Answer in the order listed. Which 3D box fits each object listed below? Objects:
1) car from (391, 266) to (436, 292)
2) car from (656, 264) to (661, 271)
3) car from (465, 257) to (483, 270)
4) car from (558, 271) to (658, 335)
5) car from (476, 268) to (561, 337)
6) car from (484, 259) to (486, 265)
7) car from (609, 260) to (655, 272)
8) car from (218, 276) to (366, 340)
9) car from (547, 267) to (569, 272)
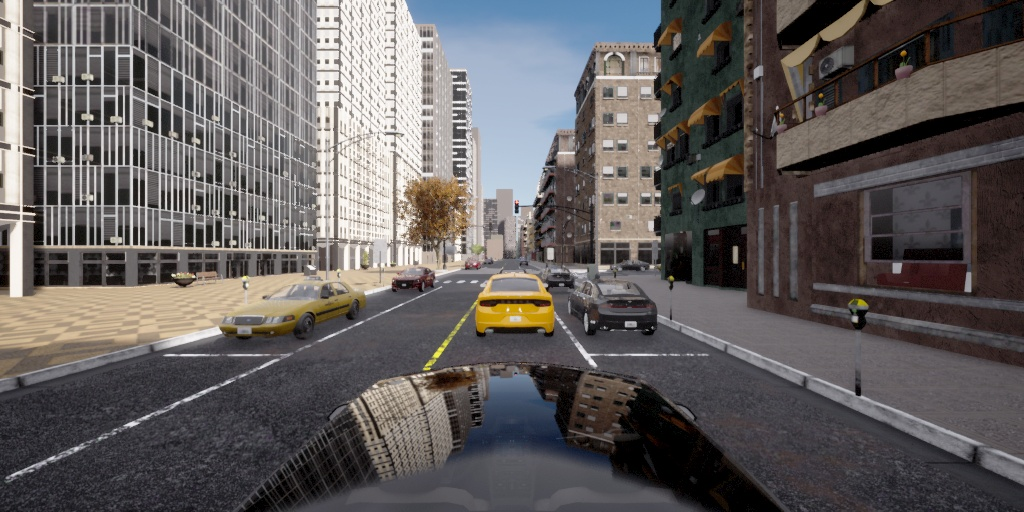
[{"bbox_3d":[-5.739,1.299,21.292,1.888,1.381,4.507,0,0,0],"label":"car"},{"bbox_3d":[18.736,1.006,40.823,4.829,1.417,1.751,0,0,-1],"label":"car"},{"bbox_3d":[-5.819,1.098,53.679,2.192,1.841,5.009,0,0,0],"label":"car"},{"bbox_3d":[2.668,1.301,10.246,2.007,1.370,4.403,0,0,0],"label":"car"},{"bbox_3d":[0.068,1.228,10.339,1.882,1.535,5.008,0,0,0],"label":"car"},{"bbox_3d":[-5.832,1.357,59.202,1.948,1.339,4.313,0,0,0],"label":"car"},{"bbox_3d":[13.339,1.109,40.755,4.403,1.370,2.007,0,0,-1],"label":"car"},{"bbox_3d":[-5.712,1.276,10.057,1.751,1.417,4.829,0,0,0],"label":"car"},{"bbox_3d":[2.641,1.305,21.312,2.007,1.370,4.403,0,0,0],"label":"car"}]
